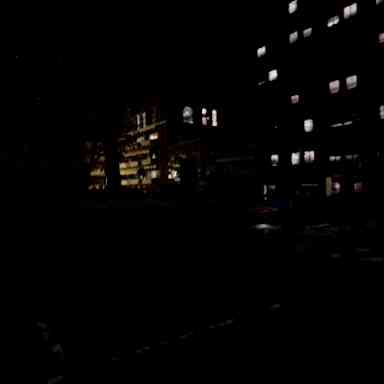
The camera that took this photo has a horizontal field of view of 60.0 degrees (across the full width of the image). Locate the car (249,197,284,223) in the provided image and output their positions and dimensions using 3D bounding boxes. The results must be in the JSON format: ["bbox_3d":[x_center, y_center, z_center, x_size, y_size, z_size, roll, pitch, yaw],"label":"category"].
[{"bbox_3d":[4.079,1.343,24.628,1.882,1.535,5.008,-2,0,-37],"label":"car"}]

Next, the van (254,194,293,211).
[{"bbox_3d":[7.165,1.095,30.208,1.690,1.788,3.998,-3,1,-36],"label":"van"}]
